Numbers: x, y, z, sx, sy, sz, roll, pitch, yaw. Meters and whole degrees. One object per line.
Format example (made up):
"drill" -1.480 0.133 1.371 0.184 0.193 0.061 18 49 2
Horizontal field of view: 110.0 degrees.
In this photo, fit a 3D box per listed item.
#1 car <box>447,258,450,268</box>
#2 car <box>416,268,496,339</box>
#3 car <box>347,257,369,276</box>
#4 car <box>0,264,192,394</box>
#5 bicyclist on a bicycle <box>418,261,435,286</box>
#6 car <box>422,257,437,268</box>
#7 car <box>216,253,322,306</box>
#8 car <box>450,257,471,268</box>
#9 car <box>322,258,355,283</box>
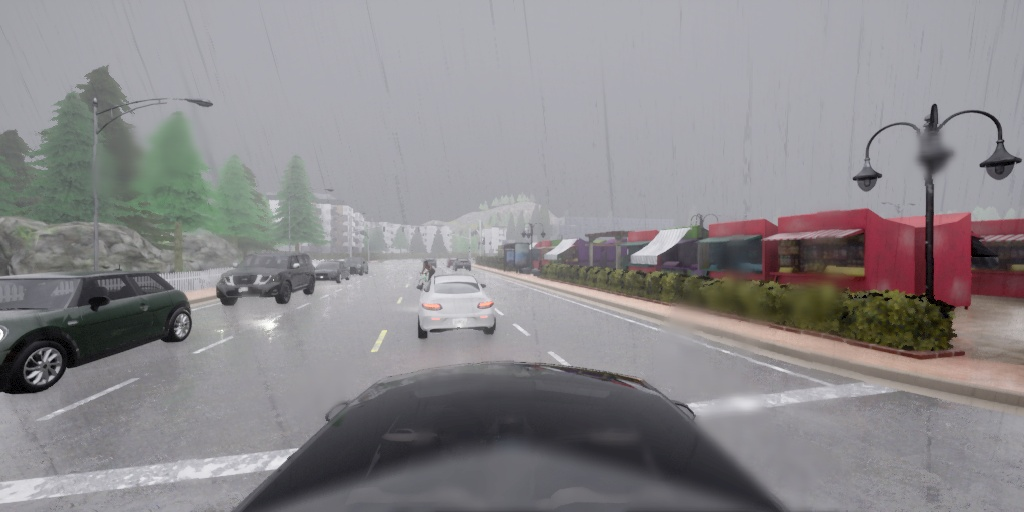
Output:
"car" -8.291 0.872 51.372 1.882 1.535 5.008 0 0 -14
"car" -1.631 1.224 9.936 1.812 1.442 4.674 0 0 -13
"car" -14.730 0.877 33.312 2.097 1.767 4.553 0 0 -14
"car" -8.115 1.076 6.332 2.097 1.767 4.553 0 0 -13
"bicyclist on a bicycle" -4.626 1.079 19.737 0.582 1.620 1.656 0 1 24
"car" -11.681 0.903 50.825 1.837 1.490 4.892 0 0 -14
"car" -10.412 0.876 15.741 2.150 2.045 5.566 0 0 -14
"car" -5.955 0.966 42.330 1.837 1.490 4.892 0 0 -14
"car" -12.778 1.089 25.345 1.837 1.490 4.892 0 0 -14
